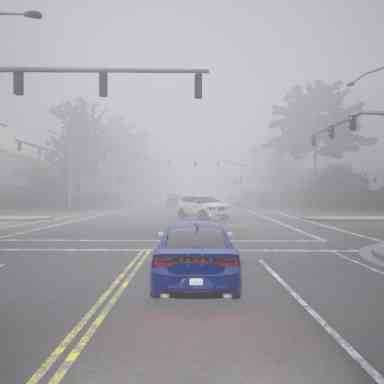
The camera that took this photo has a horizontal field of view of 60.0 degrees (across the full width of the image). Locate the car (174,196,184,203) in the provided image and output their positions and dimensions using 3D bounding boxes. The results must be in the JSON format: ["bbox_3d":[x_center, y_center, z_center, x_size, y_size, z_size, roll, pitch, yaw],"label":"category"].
[{"bbox_3d":[-2.547,1.525,68.302,1.812,1.442,4.674,0,0,1],"label":"car"}]

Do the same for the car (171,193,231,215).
[{"bbox_3d":[0.789,1.221,27.173,2.150,2.045,5.566,-1,1,-32],"label":"car"}]

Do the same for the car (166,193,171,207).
[{"bbox_3d":[-2.821,1.220,51.492,2.150,2.045,5.566,0,0,-2],"label":"car"}]

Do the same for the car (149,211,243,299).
[{"bbox_3d":[0.086,1.478,8.515,1.882,1.535,5.008,0,0,0],"label":"car"}]
